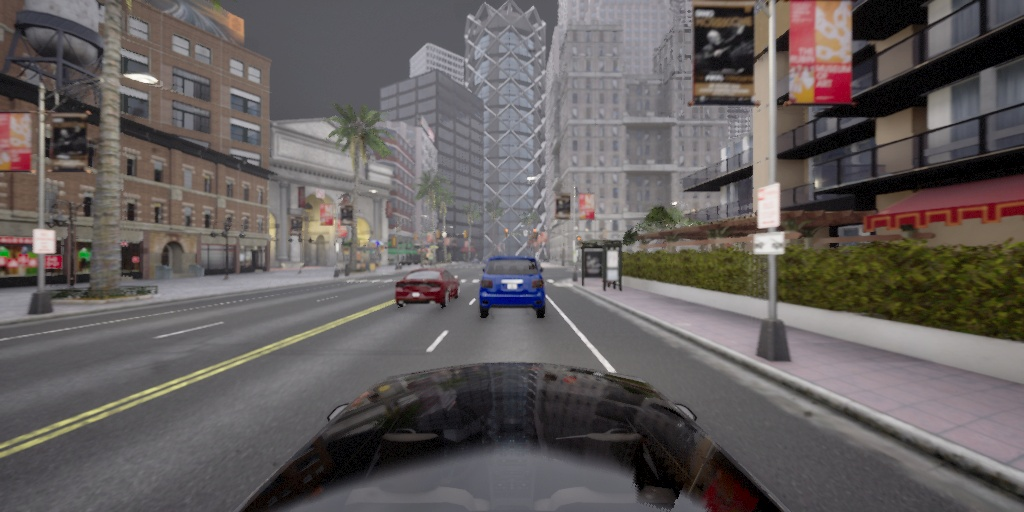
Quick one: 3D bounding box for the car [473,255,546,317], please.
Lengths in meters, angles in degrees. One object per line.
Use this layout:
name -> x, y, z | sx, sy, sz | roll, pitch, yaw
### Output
car -> 0.034, 0.995, 13.389 | 2.150, 2.045, 5.566 | 0, 0, 1

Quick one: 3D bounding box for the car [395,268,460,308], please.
car -> -3.450, 1.253, 15.410 | 1.882, 1.535, 5.008 | 0, 0, 0
